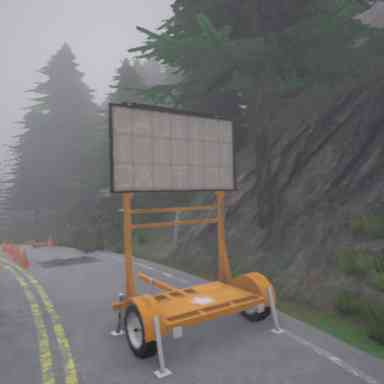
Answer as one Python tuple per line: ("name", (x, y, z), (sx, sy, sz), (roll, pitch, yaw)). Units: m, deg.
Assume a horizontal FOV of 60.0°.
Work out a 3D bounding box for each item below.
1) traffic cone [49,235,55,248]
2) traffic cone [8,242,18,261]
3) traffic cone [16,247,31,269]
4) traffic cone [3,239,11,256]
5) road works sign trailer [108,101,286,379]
("traffic cone", (-7.106, 2.487, 16.756), (0.340, 0.580, 0.340), (-1, -4, -34))
("traffic cone", (-6.498, 2.230, 12.334), (0.340, 0.580, 0.340), (0, -3, -34))
("traffic cone", (-5.369, 2.125, 10.684), (0.340, 0.580, 0.340), (-1, -2, -34))
("traffic cone", (-7.627, 2.358, 13.982), (0.340, 0.580, 0.340), (-1, -4, -35))
("road works sign trailer", (-0.316, 0.403, 5.674), (2.380, 3.560, 2.880), (-1, 0, -34))
